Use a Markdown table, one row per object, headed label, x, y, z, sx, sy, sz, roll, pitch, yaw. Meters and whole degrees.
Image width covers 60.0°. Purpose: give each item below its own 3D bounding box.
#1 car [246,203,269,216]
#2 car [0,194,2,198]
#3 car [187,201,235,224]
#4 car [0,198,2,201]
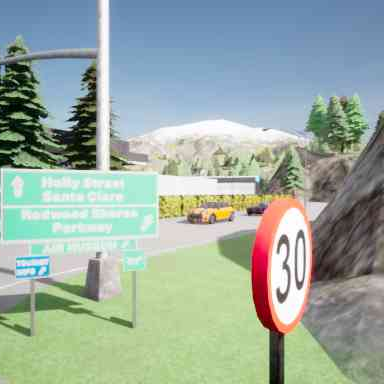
| label | x | y | z | sx | sy | sz | roll | pitch | yaw |
| --- | --- | --- | --- | --- | --- | --- | --- | --- | --- |
| car | 7.468 | 1.792 | 34.853 | 1.895 | 1.301 | 4.718 | 0 | 0 | 36 |
| car | -38.665 | 1.489 | 69.982 | 4.514 | 1.523 | 2.007 | 0 | 0 | 35 |
| car | 1.563 | 1.543 | 26.726 | 2.097 | 1.767 | 4.553 | 0 | 0 | 36 |
| car | -12.422 | 1.504 | 26.064 | 1.905 | 1.878 | 3.866 | 0 | 0 | 35 |
